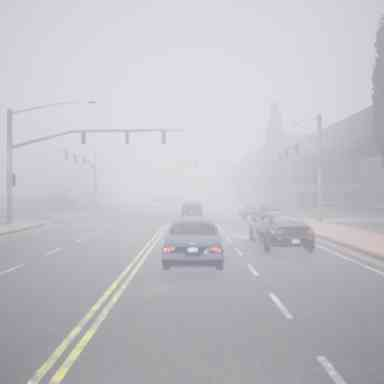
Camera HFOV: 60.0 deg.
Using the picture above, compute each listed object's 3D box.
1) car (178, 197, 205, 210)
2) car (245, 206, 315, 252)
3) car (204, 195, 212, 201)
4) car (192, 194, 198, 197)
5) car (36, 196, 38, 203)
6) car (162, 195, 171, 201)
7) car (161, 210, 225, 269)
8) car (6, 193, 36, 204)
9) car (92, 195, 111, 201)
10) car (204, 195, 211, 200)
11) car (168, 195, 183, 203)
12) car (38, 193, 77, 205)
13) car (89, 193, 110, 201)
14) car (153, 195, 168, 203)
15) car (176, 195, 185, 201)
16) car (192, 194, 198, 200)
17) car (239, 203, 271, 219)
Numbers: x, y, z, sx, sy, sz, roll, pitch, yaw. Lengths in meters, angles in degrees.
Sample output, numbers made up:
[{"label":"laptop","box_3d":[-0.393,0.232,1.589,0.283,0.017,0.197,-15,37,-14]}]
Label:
[{"label":"car","box_3d":[-0.028,1.482,31.402,1.882,1.535,5.008,0,0,0]},{"label":"car","box_3d":[3.563,1.528,13.709,1.812,1.442,4.674,0,0,0]},{"label":"car","box_3d":[4.123,1.560,83.605,1.994,1.385,4.181,0,0,2]},{"label":"car","box_3d":[0.616,1.533,83.387,1.812,1.442,4.674,0,0,2]},{"label":"car","box_3d":[-38.875,1.375,78.675,3.905,1.438,1.784,0,0,0]},{"label":"car","box_3d":[-6.382,1.528,83.555,1.994,1.385,4.181,0,0,2]},{"label":"car","box_3d":[0.043,1.549,11.123,2.033,1.411,5.357,0,0,1]},{"label":"car","box_3d":[-38.942,1.165,75.779,4.605,1.855,1.932,0,0,0]},{"label":"car","box_3d":[-21.408,1.407,78.680,3.806,1.475,1.970,0,0,0]},{"label":"car","box_3d":[4.382,1.483,93.396,1.994,1.385,4.181,0,0,2]},{"label":"car","box_3d":[-3.296,1.606,67.897,1.895,1.301,4.718,0,0,2]},{"label":"car","box_3d":[-21.458,1.161,53.267,4.605,1.855,1.932,0,0,0]},{"label":"car","box_3d":[-21.421,1.167,75.785,3.866,1.878,1.905,0,0,0]},{"label":"car","box_3d":[-6.796,1.524,68.012,2.128,1.511,4.902,0,0,2]},{"label":"car","box_3d":[-2.883,1.528,83.471,1.994,1.385,4.181,0,0,2]},{"label":"car","box_3d":[0.884,1.430,93.487,1.837,1.490,4.892,0,0,2]},{"label":"car","box_3d":[5.825,1.604,27.750,1.895,1.301,4.718,0,0,36]}]
